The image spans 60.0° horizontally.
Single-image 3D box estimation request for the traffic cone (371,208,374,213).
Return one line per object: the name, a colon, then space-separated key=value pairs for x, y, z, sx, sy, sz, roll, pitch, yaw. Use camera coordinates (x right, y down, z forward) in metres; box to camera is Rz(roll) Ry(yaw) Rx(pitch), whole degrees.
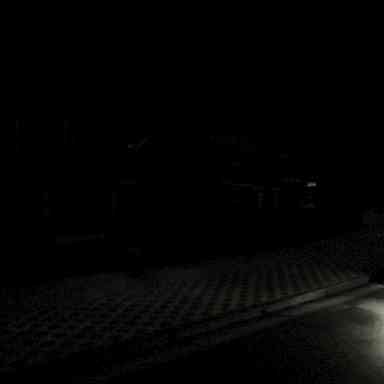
traffic cone: x=20.857 y=2.178 z=38.415 sx=0.340 sy=0.580 sz=0.340 roll=0 pitch=0 yaw=9
